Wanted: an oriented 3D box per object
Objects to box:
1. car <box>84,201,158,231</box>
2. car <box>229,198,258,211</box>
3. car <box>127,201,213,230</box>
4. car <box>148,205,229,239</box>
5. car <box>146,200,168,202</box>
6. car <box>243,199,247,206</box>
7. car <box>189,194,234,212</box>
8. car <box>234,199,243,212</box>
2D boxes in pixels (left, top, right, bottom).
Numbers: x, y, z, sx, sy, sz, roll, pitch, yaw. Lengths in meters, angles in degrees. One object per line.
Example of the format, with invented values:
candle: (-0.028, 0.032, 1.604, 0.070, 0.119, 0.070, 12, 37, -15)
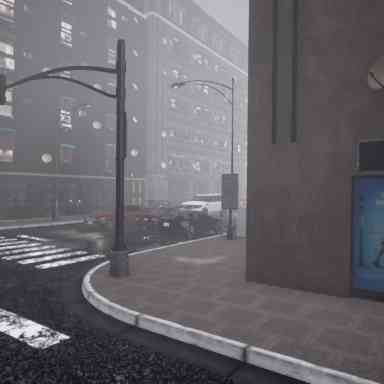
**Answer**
car: (-4.489, 1.487, 20.797, 1.812, 1.442, 4.674, 1, 1, 35)
car: (6.348, 1.483, 40.530, 1.802, 1.307, 4.206, 1, 1, 35)
car: (-1.140, 1.547, 20.308, 2.033, 1.411, 5.357, 1, 1, 34)
car: (-0.041, 1.599, 17.708, 1.947, 1.339, 4.313, 1, 1, 35)
car: (-3.280, 1.362, 26.807, 1.967, 1.590, 4.097, 1, 1, 35)
car: (7.062, 1.289, 37.234, 2.097, 1.767, 4.553, 1, 1, 35)
car: (1.187, 1.171, 28.880, 2.150, 2.045, 5.566, 1, 1, 35)
car: (3.141, 1.223, 35.954, 2.192, 1.841, 5.009, 1, 1, 35)
